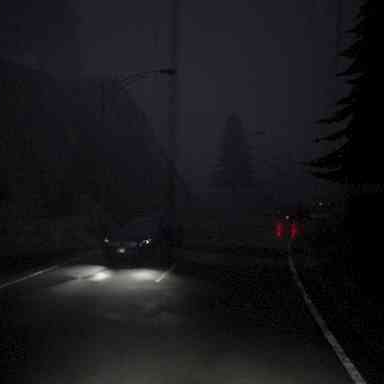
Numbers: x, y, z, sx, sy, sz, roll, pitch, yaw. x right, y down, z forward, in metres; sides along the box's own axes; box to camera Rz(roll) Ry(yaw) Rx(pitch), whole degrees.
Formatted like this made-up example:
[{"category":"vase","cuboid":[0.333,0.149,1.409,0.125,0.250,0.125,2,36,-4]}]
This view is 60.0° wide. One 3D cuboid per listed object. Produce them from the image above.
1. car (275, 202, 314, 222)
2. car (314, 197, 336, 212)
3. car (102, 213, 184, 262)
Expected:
[{"category":"car","cuboid":[8.338,1.641,27.215,1.895,1.301,4.718,0,0,29]},{"category":"car","cuboid":[15.782,1.411,39.612,2.097,1.767,4.553,0,0,32]},{"category":"car","cuboid":[-1.601,1.543,12.534,1.812,1.442,4.674,0,0,14]}]
